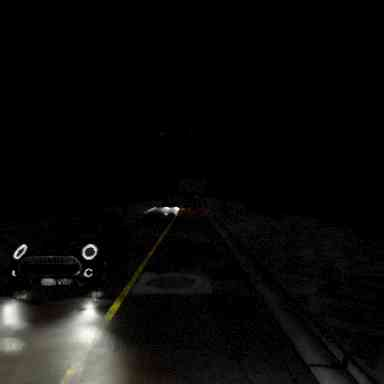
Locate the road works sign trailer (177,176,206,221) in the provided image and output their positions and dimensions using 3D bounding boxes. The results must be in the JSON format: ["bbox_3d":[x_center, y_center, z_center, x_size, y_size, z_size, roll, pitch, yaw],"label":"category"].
[{"bbox_3d":[-0.010,0.479,27.716,2.380,3.560,2.880,0,0,0],"label":"road works sign trailer"}]

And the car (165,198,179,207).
[{"bbox_3d":[-3.095,1.650,51.310,1.895,1.301,4.718,0,0,0],"label":"car"}]

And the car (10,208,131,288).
[{"bbox_3d":[-3.104,1.352,9.412,2.097,1.767,4.553,0,0,0],"label":"car"}]
